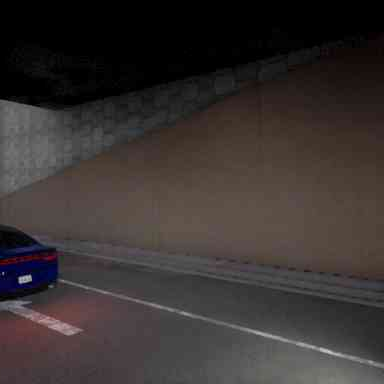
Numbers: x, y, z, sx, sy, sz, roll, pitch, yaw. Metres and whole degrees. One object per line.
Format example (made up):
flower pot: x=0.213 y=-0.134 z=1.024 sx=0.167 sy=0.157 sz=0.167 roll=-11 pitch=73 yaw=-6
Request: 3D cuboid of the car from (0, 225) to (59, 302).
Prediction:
car: x=-5.121 y=1.478 z=7.650 sx=5.008 sy=1.535 sz=1.882 roll=0 pitch=0 yaw=36
